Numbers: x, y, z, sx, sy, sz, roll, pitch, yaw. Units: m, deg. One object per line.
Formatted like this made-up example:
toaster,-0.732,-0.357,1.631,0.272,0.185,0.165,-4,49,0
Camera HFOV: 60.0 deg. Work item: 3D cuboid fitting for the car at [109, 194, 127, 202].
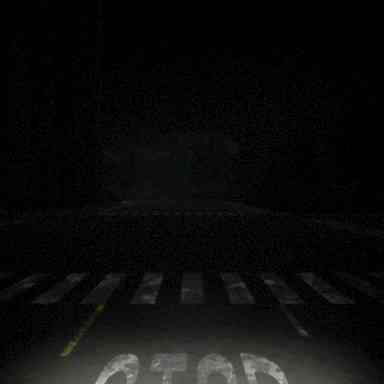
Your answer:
car,-14.935,1.224,66.950,4.674,1.442,1.812,0,0,44
